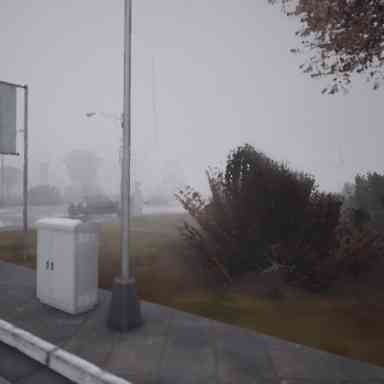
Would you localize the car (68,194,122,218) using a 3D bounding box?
[{"bbox_3d":[-7.564,1.035,26.763,2.097,1.767,4.553,1,1,32],"label":"car"}]

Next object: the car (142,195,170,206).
[{"bbox_3d":[-5.116,1.111,43.852,2.033,1.411,5.357,1,1,32],"label":"car"}]

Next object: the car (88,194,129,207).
[{"bbox_3d":[-10.412,1.009,42.041,2.128,1.511,4.902,1,1,32],"label":"car"}]
